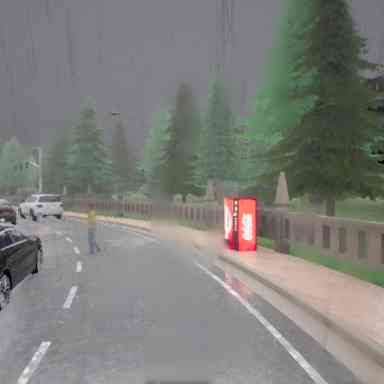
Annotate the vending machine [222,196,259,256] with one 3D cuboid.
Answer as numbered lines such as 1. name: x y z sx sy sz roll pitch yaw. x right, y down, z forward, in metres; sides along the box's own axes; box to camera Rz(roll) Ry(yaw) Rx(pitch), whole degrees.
1. vending machine: 1.783 1.195 12.299 1.100 2.100 0.880 0 0 -19

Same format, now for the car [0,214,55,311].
1. car: -4.736 1.491 7.460 2.128 1.511 4.902 0 0 -13

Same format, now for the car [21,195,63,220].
1. car: -12.481 1.221 27.363 2.150 2.045 5.566 0 0 -41

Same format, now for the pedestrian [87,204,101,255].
1. pedestrian: -3.565 1.294 11.884 0.375 1.860 0.375 0 0 -21

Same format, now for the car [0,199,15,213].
1. car: -21.278 1.525 36.971 1.812 1.442 4.674 0 0 -42

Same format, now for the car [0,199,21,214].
1. car: -13.608 1.506 23.100 1.837 1.490 4.892 0 0 -39
